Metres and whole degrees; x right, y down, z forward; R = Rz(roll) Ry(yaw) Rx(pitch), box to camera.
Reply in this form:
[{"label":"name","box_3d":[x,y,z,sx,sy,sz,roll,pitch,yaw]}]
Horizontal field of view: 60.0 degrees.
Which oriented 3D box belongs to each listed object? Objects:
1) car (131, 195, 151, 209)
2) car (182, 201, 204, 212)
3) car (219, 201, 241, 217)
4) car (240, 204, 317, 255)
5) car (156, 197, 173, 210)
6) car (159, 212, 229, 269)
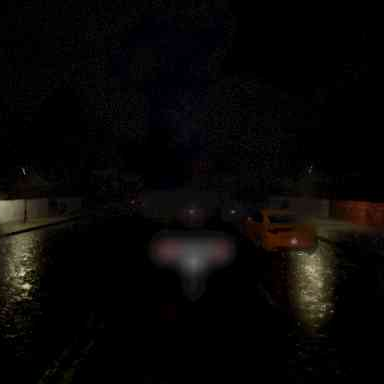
[{"label":"car","box_3d":[-6.566,1.246,43.107,2.097,1.767,4.553,0,0,0]},{"label":"car","box_3d":[0.077,1.458,28.344,1.812,1.442,4.674,0,0,0]},{"label":"car","box_3d":[3.325,1.458,28.410,1.812,1.442,4.674,0,0,0]},{"label":"car","box_3d":[3.327,1.446,13.266,1.882,1.535,5.008,0,0,0]},{"label":"car","box_3d":[-3.327,1.379,40.844,1.882,1.535,5.008,0,0,0]},{"label":"car","box_3d":[0.063,1.574,11.060,1.895,1.301,4.718,0,0,0]}]
